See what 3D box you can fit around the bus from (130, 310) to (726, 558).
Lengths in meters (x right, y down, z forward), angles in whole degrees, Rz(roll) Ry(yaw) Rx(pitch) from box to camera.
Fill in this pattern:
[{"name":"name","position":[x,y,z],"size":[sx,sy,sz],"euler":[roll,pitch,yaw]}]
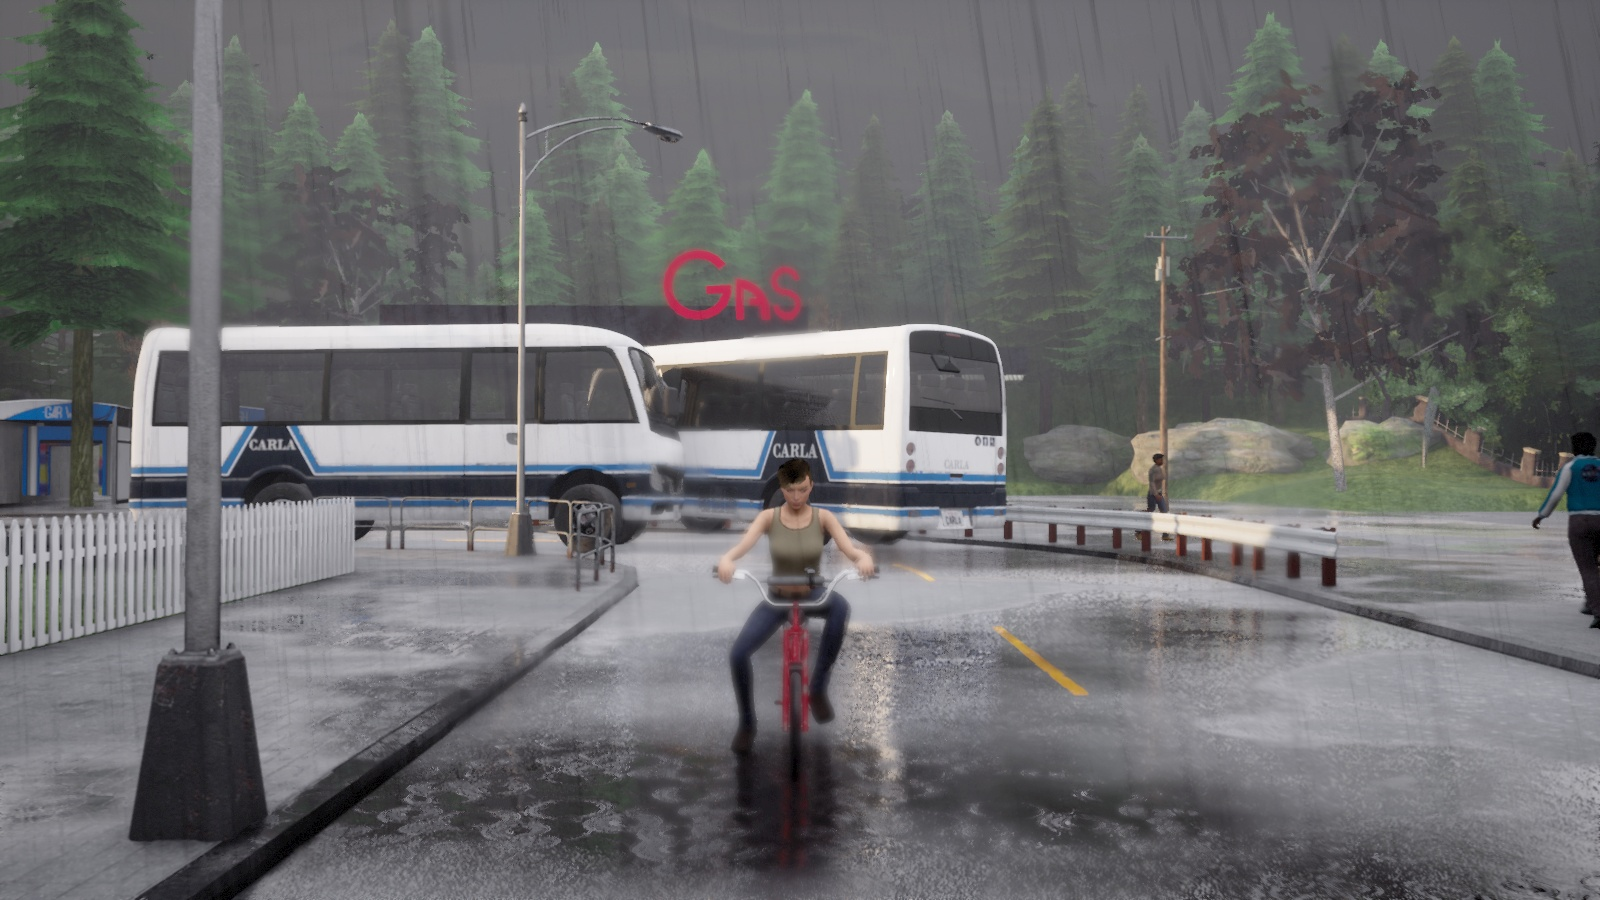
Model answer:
[{"name":"bus","position":[-6.773,-0.189,24.268],"size":[10.273,4.253,3.944],"euler":[-1,-3,3]}]

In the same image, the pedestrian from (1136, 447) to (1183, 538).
[{"name":"pedestrian","position":[7.283,0.855,25.463],"size":[0.328,1.805,0.869],"euler":[0,-1,-39]}]

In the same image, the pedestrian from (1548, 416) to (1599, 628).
[{"name":"pedestrian","position":[7.409,0.662,11.819],"size":[0.396,1.930,0.692],"euler":[0,-1,10]}]

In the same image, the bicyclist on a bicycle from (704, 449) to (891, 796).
[{"name":"bicyclist on a bicycle","position":[-0.012,0.842,6.648],"size":[0.866,1.612,1.509],"euler":[0,-3,0]}]

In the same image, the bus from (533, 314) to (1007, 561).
[{"name":"bus","position":[-1.043,-0.173,26.618],"size":[10.273,4.253,3.944],"euler":[0,-1,45]}]
